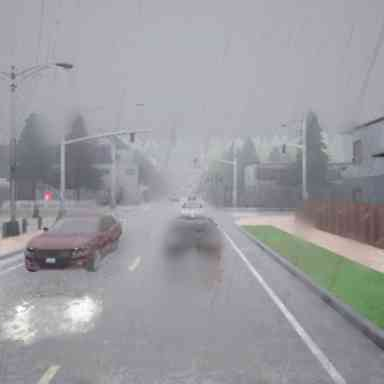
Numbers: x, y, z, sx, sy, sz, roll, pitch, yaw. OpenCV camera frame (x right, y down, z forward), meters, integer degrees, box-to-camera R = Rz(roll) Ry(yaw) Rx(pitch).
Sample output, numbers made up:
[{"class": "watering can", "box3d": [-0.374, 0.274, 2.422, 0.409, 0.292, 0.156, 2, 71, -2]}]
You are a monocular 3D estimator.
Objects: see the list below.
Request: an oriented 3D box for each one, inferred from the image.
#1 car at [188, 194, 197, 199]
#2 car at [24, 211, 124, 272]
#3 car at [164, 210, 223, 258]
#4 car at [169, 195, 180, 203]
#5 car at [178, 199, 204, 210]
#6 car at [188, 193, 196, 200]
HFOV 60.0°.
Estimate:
[{"class": "car", "box3d": [0.004, 1.346, 76.644, 1.882, 1.535, 5.008, 0, 0, 0]}, {"class": "car", "box3d": [-3.575, 1.459, 10.940, 1.882, 1.535, 5.008, 0, 0, 0]}, {"class": "car", "box3d": [0.060, 1.579, 12.623, 1.895, 1.301, 4.718, 0, 0, 0]}, {"class": "car", "box3d": [-3.505, 1.364, 66.573, 1.882, 1.535, 5.008, 0, 0, 0]}, {"class": "car", "box3d": [0.063, 1.550, 27.755, 1.895, 1.301, 4.718, 0, 0, 1]}, {"class": "car", "box3d": [0.005, 1.190, 86.910, 2.097, 1.767, 4.553, 0, 0, 0]}]
